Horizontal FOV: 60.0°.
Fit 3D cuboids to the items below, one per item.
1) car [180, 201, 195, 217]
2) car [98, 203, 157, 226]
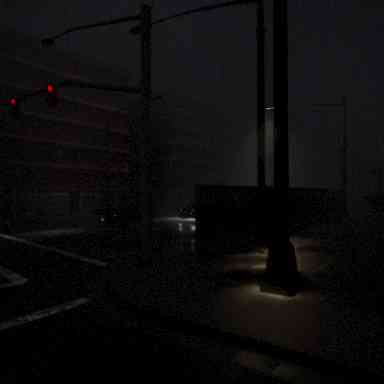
[{"bbox_3d":[0.759,1.612,32.336,1.837,1.490,4.892,0,0,35],"label":"car"},{"bbox_3d":[-4.675,1.597,24.589,2.128,1.511,4.902,0,0,35],"label":"car"}]
